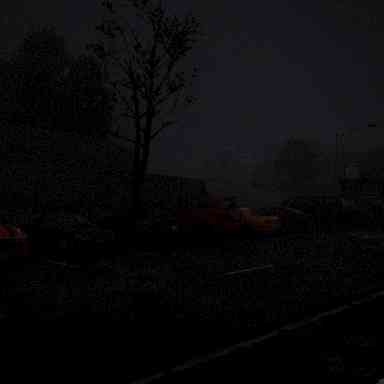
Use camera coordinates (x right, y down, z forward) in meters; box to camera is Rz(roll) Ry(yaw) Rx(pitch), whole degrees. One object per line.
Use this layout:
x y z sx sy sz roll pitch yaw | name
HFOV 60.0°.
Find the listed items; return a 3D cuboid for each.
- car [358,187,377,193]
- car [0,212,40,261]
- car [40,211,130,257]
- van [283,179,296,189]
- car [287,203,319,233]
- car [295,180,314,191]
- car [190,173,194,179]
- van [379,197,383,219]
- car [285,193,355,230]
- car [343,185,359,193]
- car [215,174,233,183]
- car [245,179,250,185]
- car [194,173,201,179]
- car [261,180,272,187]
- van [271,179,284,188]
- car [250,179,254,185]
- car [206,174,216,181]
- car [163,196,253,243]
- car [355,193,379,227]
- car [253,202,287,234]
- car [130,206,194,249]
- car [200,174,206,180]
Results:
29.462 0.138 55.301 2.002 1.452 4.674 7 3 35 | car
-7.515 1.367 11.203 4.553 1.767 2.185 -1 -1 34 | car
-5.051 1.495 12.932 4.892 1.521 2.231 -1 -1 34 | car
20.784 -1.489 67.510 1.878 1.987 4.442 7 4 35 | van
4.731 1.550 19.892 4.674 1.452 2.002 -1 -1 35 | car
22.547 -0.990 65.150 2.231 1.521 4.892 7 3 35 | car
1.619 -4.360 94.522 2.435 2.045 5.566 1 -1 34 | car
12.203 1.298 25.034 4.442 1.987 1.878 -1 -1 35 | van
7.156 1.264 21.653 5.566 2.045 2.435 -1 -1 35 | car
27.768 -0.424 57.771 2.435 2.045 5.566 7 3 35 | car
8.779 -3.174 84.989 1.946 1.575 5.366 7 3 34 | car
13.894 -2.315 77.486 2.002 1.452 4.674 7 3 35 | car
3.394 -4.083 92.177 2.185 1.767 4.553 4 1 33 | car
17.474 -1.810 72.708 1.946 1.575 5.366 7 3 35 | car
19.052 -1.762 69.979 1.878 1.987 4.442 7 4 35 | van
15.640 -2.041 75.026 2.002 1.452 4.674 7 3 35 | car
6.924 -3.697 87.246 2.435 2.045 5.566 7 3 34 | car
-0.191 1.249 16.430 5.566 2.045 2.435 -1 -1 34 | car
9.667 1.269 23.361 5.566 2.045 2.435 -1 -1 35 | car
2.126 1.504 18.261 5.366 1.575 1.946 -1 -1 34 | car
-2.633 1.526 14.682 4.792 1.488 2.163 -1 -1 34 | car
5.127 -3.848 89.709 2.185 1.767 4.553 6 3 34 | car
